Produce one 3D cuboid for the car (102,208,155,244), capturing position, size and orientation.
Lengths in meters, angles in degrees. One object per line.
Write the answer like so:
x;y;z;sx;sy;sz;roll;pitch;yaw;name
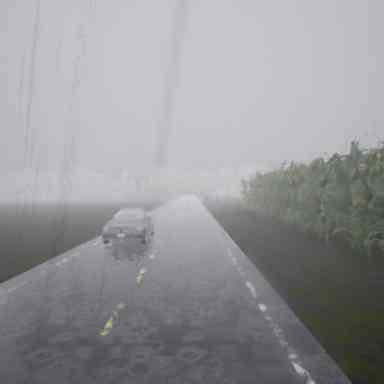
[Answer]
-2.826;1.487;15.658;1.812;1.442;4.674;0;0;0;car
